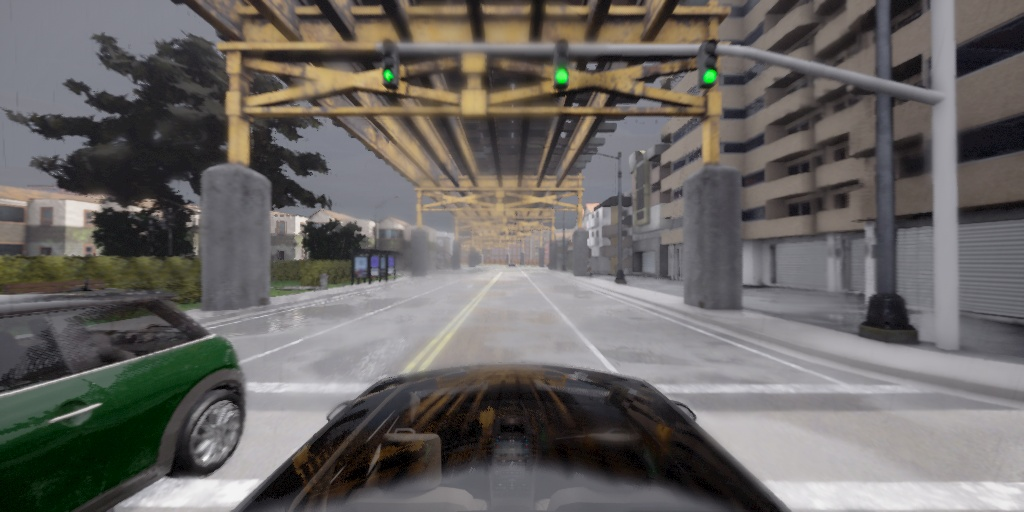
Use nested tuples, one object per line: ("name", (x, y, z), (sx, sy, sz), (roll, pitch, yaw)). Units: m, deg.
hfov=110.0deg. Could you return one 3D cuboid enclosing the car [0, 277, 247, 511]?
("car", (-3.761, 1.050, 1.737), (2.097, 1.767, 4.553), (0, -1, 0))
